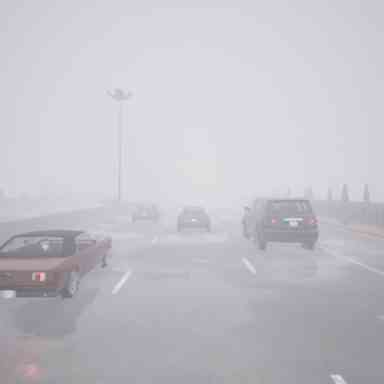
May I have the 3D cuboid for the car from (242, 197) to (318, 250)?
[{"bbox_3d":[3.600,1.222,14.483,2.150,2.045,5.566,0,0,0],"label":"car"}]

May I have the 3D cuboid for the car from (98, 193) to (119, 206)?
[{"bbox_3d":[-14.035,1.280,57.770,2.150,2.045,5.566,0,0,1],"label":"car"}]

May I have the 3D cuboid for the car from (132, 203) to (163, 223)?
[{"bbox_3d":[-3.400,1.568,25.944,1.994,1.385,4.181,0,0,0],"label":"car"}]

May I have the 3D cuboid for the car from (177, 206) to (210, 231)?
[{"bbox_3d":[0.101,1.566,20.760,1.994,1.385,4.181,0,0,0],"label":"car"}]

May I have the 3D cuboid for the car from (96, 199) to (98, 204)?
[{"bbox_3d":[-17.499,1.640,65.750,1.994,1.385,4.181,0,0,0],"label":"car"}]

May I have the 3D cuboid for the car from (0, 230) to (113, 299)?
[{"bbox_3d":[-3.400,1.601,8.387,1.895,1.301,4.718,0,0,0],"label":"car"}]

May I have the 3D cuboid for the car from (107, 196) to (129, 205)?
[{"bbox_3d":[-10.569,1.637,48.899,1.895,1.301,4.718,0,0,0],"label":"car"}]
